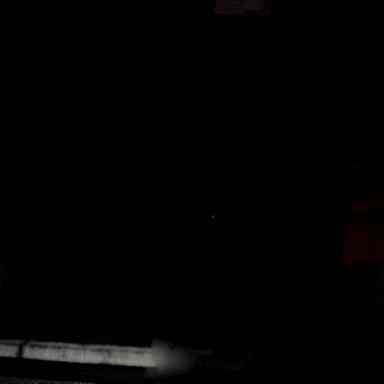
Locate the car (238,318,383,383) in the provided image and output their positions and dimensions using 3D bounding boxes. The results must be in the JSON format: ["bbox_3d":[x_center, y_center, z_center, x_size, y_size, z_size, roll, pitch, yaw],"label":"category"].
[{"bbox_3d":[2.767,1.501,2.365,4.892,1.490,1.837,0,0,2],"label":"car"}]
